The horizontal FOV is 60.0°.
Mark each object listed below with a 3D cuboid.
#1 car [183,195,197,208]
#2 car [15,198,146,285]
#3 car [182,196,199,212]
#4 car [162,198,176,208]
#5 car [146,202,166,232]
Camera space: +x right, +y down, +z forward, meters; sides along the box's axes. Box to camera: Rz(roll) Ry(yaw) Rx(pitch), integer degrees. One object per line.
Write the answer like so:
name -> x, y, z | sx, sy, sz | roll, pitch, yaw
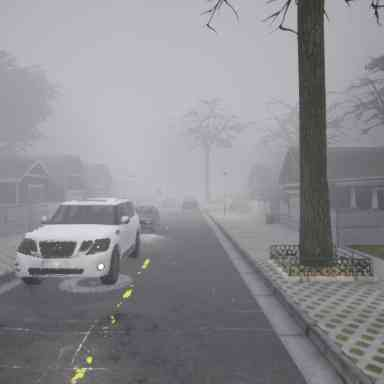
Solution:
car -> -0.292, 1.352, 49.234 | 2.097, 1.767, 4.553 | 0, 0, 0
car -> -2.916, 1.221, 9.878 | 2.150, 2.045, 5.566 | 0, 0, 0
car -> -0.214, 1.477, 39.553 | 1.882, 1.535, 5.008 | 0, 0, -1
car -> -3.229, 1.547, 47.454 | 2.033, 1.411, 5.357 | 0, 0, 0
car -> -2.995, 1.546, 20.389 | 2.033, 1.411, 5.357 | 0, 0, 0
